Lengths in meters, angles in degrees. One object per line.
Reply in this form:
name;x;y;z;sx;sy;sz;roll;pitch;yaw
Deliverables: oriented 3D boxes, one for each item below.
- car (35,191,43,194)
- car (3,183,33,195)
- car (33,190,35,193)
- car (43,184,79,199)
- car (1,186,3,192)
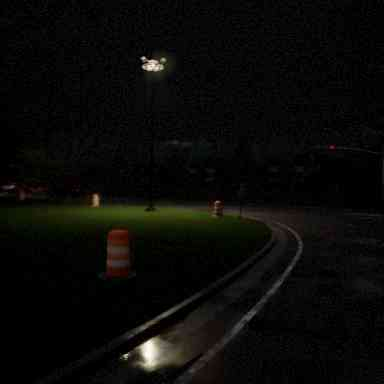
car;-30.096;-0.417;65.627;5.008;1.535;1.882;2;1;36
car;-29.769;-0.234;56.829;5.008;1.535;1.882;2;1;36
car;-32.475;-0.409;63.032;5.008;1.535;1.882;2;1;36
car;-19.049;-0.132;49.096;5.566;2.045;2.150;2;2;36
car;-39.162;-0.972;72.209;5.566;2.045;2.150;2;1;36
